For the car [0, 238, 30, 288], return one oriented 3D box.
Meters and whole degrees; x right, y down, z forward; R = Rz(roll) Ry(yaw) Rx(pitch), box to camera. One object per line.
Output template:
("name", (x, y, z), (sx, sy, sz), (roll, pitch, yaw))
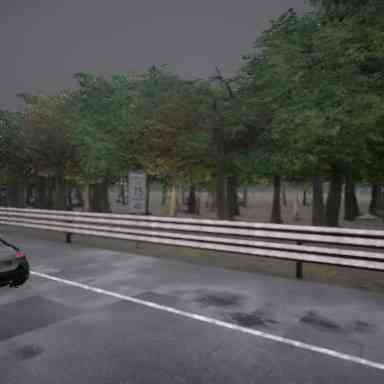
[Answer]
("car", (-5.778, 1.541, 8.027), (4.181, 1.385, 1.994), (0, 0, 36))
